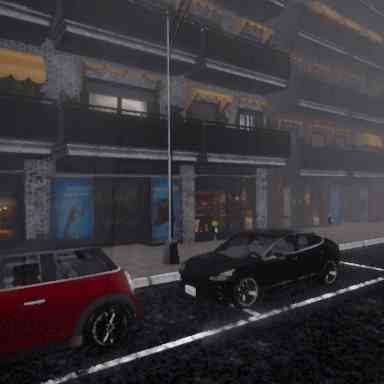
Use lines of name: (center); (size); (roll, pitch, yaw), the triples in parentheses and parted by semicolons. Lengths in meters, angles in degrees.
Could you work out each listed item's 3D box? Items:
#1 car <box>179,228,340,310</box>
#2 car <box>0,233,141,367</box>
car: (1.736, 1.561, 7.811); (4.313, 1.339, 1.947); (0, -1, -35)
car: (-2.876, 1.437, 4.524); (4.097, 1.590, 1.967); (0, -1, -35)
